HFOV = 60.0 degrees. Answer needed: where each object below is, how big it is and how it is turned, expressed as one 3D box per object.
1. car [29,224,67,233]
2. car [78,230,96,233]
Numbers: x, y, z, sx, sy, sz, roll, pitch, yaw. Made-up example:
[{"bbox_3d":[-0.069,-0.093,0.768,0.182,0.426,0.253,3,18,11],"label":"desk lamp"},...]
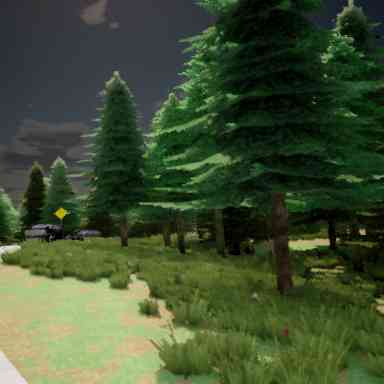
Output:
[{"bbox_3d":[-11.582,3.400,27.128,2.128,1.511,4.902,-4,-8,5],"label":"car"},{"bbox_3d":[-11.927,5.061,38.068,2.033,1.411,5.357,-6,-9,26],"label":"car"}]
